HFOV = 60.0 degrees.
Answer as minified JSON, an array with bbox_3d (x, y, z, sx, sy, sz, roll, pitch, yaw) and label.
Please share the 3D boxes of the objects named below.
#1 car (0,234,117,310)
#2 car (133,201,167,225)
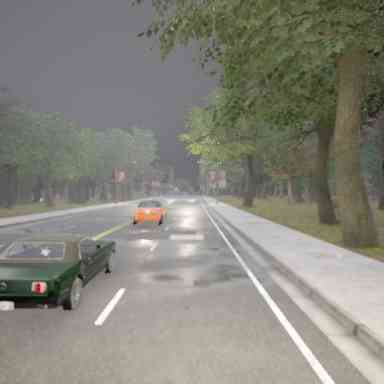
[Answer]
[{"bbox_3d":[-3.147,1.641,7.833,1.895,1.301,4.718,0,0,0],"label":"car"},{"bbox_3d":[-3.097,1.438,25.361,2.097,1.767,4.553,0,0,0],"label":"car"}]
